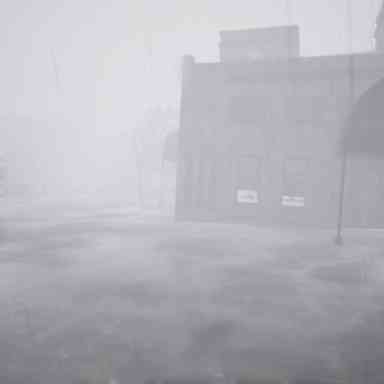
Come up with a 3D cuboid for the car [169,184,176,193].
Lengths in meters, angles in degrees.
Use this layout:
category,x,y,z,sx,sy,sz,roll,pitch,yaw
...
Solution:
category,x,y,z,sx,sy,sz,roll,pitch,yaw
car,-2.019,-0.607,55.827,2.128,1.511,4.902,5,4,30
